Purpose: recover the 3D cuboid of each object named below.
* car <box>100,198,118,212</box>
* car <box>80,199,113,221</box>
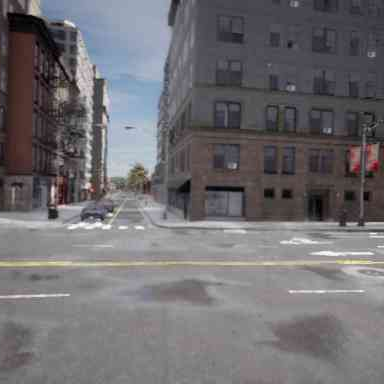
[{"bbox_3d":[-10.130,1.487,38.700,2.097,1.767,4.553,2,-1,-10],"label":"car"},{"bbox_3d":[-8.300,1.632,28.588,2.033,1.411,5.357,2,-1,-10],"label":"car"}]
